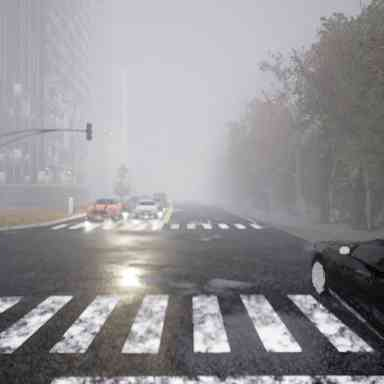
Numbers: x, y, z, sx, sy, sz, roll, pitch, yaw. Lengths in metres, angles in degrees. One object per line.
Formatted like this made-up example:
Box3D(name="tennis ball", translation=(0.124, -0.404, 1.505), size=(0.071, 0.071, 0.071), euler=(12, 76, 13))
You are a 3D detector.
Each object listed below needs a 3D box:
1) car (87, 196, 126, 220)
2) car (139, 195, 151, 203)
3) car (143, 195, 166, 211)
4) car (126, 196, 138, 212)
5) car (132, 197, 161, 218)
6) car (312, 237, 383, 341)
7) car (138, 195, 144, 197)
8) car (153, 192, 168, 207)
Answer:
Box3D(name="car", translation=(-7.068, 1.252, 27.241), size=(2.097, 1.767, 4.553), euler=(0, 0, -2))
Box3D(name="car", translation=(-8.726, 1.262, 62.440), size=(1.882, 1.535, 5.008), euler=(0, 0, -4))
Box3D(name="car", translation=(-4.211, 1.387, 37.820), size=(1.812, 1.442, 4.674), euler=(0, 0, -2))
Box3D(name="car", translation=(-7.368, 1.433, 35.867), size=(1.994, 1.385, 4.181), euler=(0, 0, -1))
Box3D(name="car", translation=(-3.857, 1.419, 28.724), size=(1.812, 1.442, 4.674), euler=(0, 0, -5))
Box3D(name="car", translation=(3.348, 1.350, 4.674), size=(1.882, 1.535, 5.008), euler=(3, 4, -1))
Box3D(name="car", translation=(-7.869, 1.309, 46.688), size=(1.882, 1.535, 5.008), euler=(0, 1, -3))
Box3D(name="car", translation=(-4.694, 1.046, 48.158), size=(2.150, 2.045, 5.566), euler=(0, 0, -3))
